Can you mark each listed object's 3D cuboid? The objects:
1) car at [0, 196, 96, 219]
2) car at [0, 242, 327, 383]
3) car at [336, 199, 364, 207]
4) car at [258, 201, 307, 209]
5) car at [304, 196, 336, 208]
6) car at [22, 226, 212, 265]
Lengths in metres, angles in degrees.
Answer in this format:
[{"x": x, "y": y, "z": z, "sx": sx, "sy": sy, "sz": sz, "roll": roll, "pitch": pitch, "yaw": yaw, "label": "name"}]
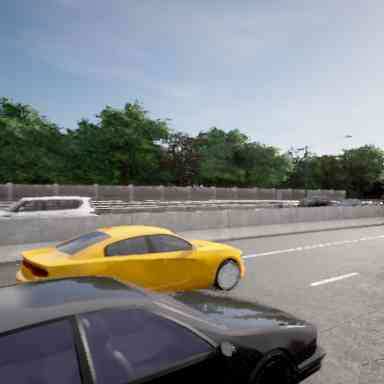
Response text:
[{"x": -7.412, "y": 1.230, "z": 15.899, "sx": 5.566, "sy": 2.045, "sz": 2.150, "roll": 0, "pitch": 0, "yaw": -35, "label": "car"}, {"x": -1.065, "y": 1.550, "z": 2.994, "sx": 5.357, "sy": 1.411, "sz": 2.033, "roll": 0, "pitch": 0, "yaw": -36, "label": "car"}, {"x": 21.168, "y": 1.719, "z": 44.763, "sx": 4.553, "sy": 1.767, "sz": 2.097, "roll": 1, "pitch": 0, "yaw": -35, "label": "car"}, {"x": 8.330, "y": 1.760, "z": 31.422, "sx": 4.718, "sy": 1.301, "sz": 1.895, "roll": 1, "pitch": 0, "yaw": -35, "label": "car"}, {"x": 17.106, "y": 1.564, "z": 46.186, "sx": 5.566, "sy": 2.045, "sz": 2.150, "roll": 1, "pitch": -1, "yaw": -35, "label": "car"}, {"x": -1.022, "y": 1.485, "z": 7.318, "sx": 5.008, "sy": 1.535, "sz": 1.882, "roll": 0, "pitch": 0, "yaw": -35, "label": "car"}]
